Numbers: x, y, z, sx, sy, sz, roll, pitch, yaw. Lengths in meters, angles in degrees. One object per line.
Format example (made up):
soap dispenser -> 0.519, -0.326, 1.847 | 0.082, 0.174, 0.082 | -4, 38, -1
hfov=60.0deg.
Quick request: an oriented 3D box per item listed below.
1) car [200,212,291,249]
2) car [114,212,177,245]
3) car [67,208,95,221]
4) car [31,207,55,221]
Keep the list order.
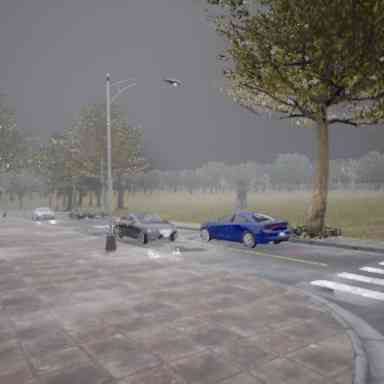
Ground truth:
car -> 2.358, 1.686, 15.974 | 1.882, 1.535, 5.008 | -1, -1, -35
car -> -2.627, 1.863, 17.922 | 2.128, 1.511, 4.902 | -1, -1, -35
car -> -12.407, 2.441, 36.894 | 1.895, 1.301, 4.718 | -1, -1, -35
car -> -17.529, 2.542, 39.139 | 1.812, 1.442, 4.674 | -1, -1, -35
